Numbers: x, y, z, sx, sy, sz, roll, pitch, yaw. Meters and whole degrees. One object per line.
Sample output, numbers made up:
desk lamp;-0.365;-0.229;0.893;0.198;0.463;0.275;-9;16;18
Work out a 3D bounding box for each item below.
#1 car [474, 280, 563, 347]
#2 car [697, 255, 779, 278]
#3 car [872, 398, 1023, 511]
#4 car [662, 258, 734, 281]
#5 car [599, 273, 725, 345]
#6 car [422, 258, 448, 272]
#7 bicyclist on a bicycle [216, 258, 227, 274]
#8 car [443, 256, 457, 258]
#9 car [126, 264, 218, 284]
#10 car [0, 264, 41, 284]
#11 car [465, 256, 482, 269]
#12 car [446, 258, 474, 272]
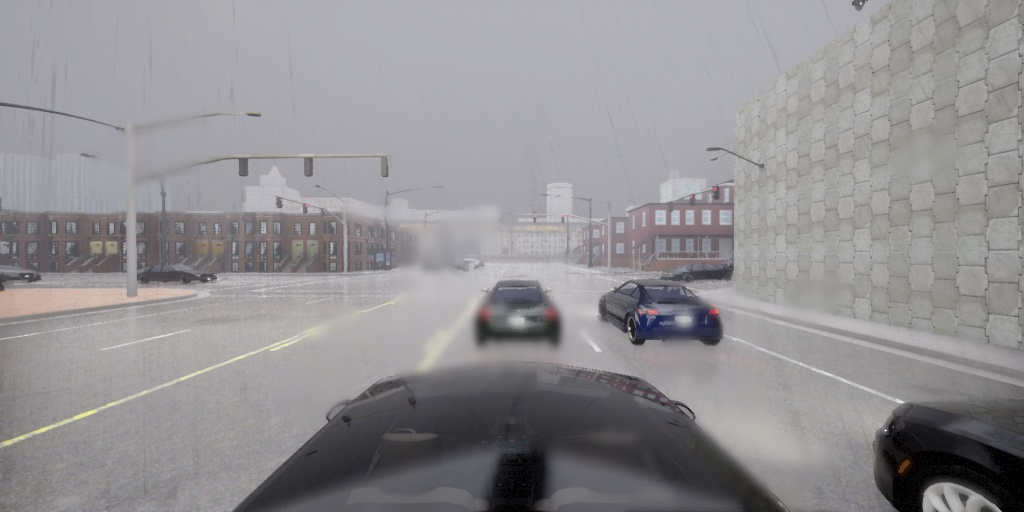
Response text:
car;0.164;1.314;9.377;1.994;1.385;4.181;0;0;1
car;18.535;0.854;29.630;5.357;1.411;2.033;-5;0;1
car;3.584;1.255;0.624;1.837;1.490;4.892;0;0;1
car;13.637;1.168;25.974;5.357;1.411;2.033;-3;0;1
car;3.668;1.314;9.536;1.994;1.385;4.181;0;0;1
car;-10.051;1.297;46.188;2.033;1.411;5.357;0;0;1
bicyclist on a bicycle;-30.389;1.053;37.354;0.582;1.620;1.656;0;0;1
car;-9.920;0.971;56.701;2.150;2.045;5.566;0;0;1
car;-24.888;1.297;26.319;5.357;1.411;2.033;0;0;0
car;-37.734;1.314;26.434;4.181;1.385;1.994;0;0;0
car;-6.423;0.971;56.588;2.150;2.045;5.566;0;0;1
car;-6.555;1.297;45.919;2.033;1.411;5.357;0;0;1
